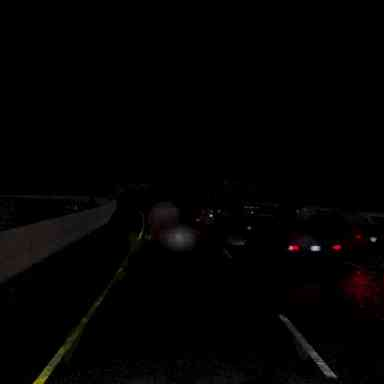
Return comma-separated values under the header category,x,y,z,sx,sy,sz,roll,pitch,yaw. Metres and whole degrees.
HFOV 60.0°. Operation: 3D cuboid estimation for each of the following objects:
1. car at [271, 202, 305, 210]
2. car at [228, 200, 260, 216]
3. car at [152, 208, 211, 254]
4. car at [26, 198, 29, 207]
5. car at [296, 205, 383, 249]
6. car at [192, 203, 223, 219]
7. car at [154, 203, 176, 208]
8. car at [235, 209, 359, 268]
category,x,y,z,sx,sy,sz,roll,pitch,yaw
car,8.348,1.520,27.907,2.033,1.411,5.357,0,0,-9
car,4.541,1.468,29.537,2.128,1.511,4.902,0,0,-9
car,-0.578,1.558,13.532,1.994,1.385,4.181,0,0,-4
car,-25.909,1.557,51.019,2.033,1.411,5.357,0,0,-17
car,6.381,1.508,14.308,1.812,1.442,4.674,0,0,-4
car,1.174,1.583,28.453,1.895,1.301,4.718,0,0,-9
car,-2.292,1.588,27.975,1.895,1.301,4.718,0,0,-9
car,3.104,1.537,11.283,2.033,1.411,5.357,0,0,-4
